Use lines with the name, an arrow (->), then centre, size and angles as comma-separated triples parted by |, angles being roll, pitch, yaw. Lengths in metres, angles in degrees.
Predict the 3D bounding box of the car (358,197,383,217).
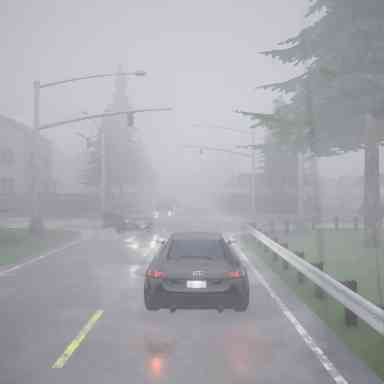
car -> 16.087, 1.206, 26.047 | 5.566, 2.045, 2.150 | 0, 0, 1

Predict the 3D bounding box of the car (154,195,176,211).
car -> -3.395, 1.478, 41.605 | 1.882, 1.535, 5.008 | 0, 0, 0

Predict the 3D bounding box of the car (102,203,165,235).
car -> -3.752, 1.481, 19.093 | 2.128, 1.511, 4.902 | 1, -1, -31

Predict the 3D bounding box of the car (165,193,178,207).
car -> -3.340, 1.221, 52.262 | 2.150, 2.045, 5.566 | 0, 0, 0

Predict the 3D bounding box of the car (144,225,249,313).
car -> 0.101, 1.564, 7.755 | 1.994, 1.385, 4.181 | 0, 0, 1
